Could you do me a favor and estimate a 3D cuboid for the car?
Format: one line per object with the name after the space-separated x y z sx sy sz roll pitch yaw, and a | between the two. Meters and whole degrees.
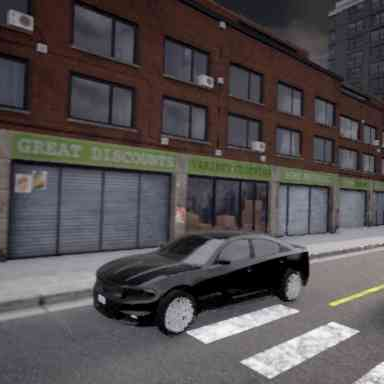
0.483 1.548 6.967 5.008 1.535 1.882 2 -1 -39 | car
